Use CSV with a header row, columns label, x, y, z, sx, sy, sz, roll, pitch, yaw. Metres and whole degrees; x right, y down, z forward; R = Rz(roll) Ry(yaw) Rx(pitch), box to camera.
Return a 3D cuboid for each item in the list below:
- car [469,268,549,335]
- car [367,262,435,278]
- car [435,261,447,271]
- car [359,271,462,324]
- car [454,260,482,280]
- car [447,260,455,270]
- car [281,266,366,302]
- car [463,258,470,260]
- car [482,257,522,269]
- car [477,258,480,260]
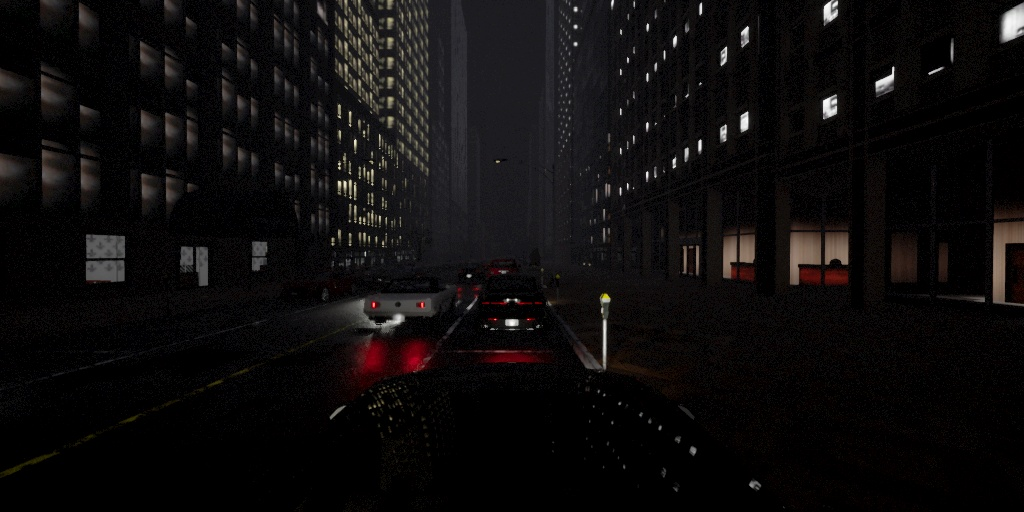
label,x,y,z,sx,sy,sz,roll,pitch,yaw
car,-0.001,1.252,10.501,1.837,1.490,4.892,0,0,0
car,-6.246,1.238,20.822,2.128,1.511,4.902,0,0,0
car,-8.837,1.294,39.574,2.007,1.370,4.403,0,0,0
car,-3.046,1.349,11.881,1.895,1.301,4.718,0,0,0
car,-3.158,1.271,28.457,1.812,1.442,4.674,0,0,0
car,-8.837,1.291,50.940,2.007,1.370,4.403,0,0,0
car,-8.837,1.292,16.839,1.888,1.381,4.507,0,0,0
car,-8.837,1.320,62.308,1.802,1.307,4.207,0,0,0
car,-0.457,1.061,22.523,2.192,1.841,5.009,0,0,0
car,-3.046,1.220,45.220,1.882,1.535,5.008,0,0,0
